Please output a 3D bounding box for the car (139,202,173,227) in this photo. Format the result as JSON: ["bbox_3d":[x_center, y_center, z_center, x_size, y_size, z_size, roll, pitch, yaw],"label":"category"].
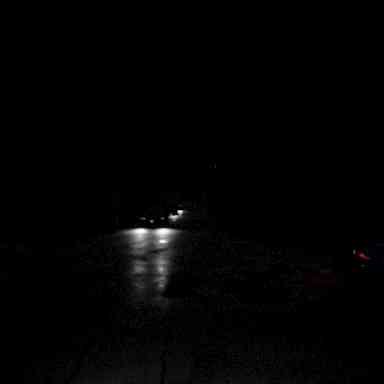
[{"bbox_3d":[-2.679,1.726,24.670,1.837,1.490,4.892,0,0,0],"label":"car"}]

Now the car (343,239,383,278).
[{"bbox_3d":[7.073,1.814,8.971,5.357,1.411,2.033,1,0,12],"label":"car"}]

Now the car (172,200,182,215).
[{"bbox_3d":[-2.597,1.939,39.095,2.033,1.411,5.357,0,-1,0],"label":"car"}]
